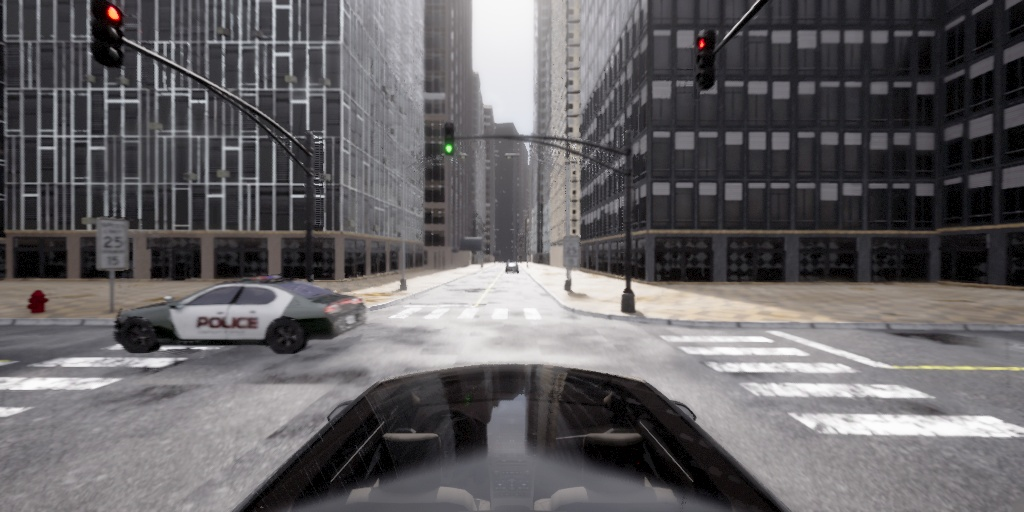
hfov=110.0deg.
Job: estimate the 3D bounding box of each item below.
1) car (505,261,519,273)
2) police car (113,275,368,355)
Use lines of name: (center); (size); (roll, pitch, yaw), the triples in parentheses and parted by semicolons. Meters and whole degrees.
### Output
car: (0.019, 1.632, 50.367); (1.994, 1.385, 4.181); (0, 0, 0)
police car: (-6.059, 1.259, 8.164); (4.974, 1.542, 2.038); (0, 0, 1)
